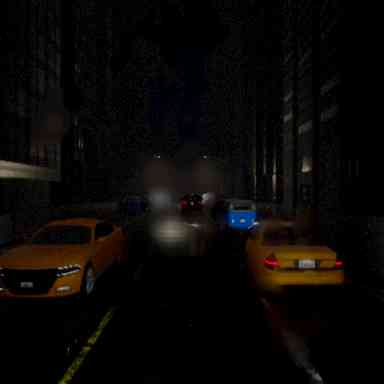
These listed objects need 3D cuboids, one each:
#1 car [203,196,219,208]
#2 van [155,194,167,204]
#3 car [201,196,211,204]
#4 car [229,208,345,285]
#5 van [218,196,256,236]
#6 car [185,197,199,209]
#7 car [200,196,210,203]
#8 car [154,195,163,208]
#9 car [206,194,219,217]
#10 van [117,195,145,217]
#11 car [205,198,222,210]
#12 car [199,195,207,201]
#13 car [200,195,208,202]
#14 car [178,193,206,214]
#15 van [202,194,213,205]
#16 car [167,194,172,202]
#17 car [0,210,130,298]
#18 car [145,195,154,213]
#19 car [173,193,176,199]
[{"bbox_3d":[2.710,1.385,47.852,1.967,1.590,4.097,0,0,0],"label":"car"},{"bbox_3d":[-5.827,1.275,59.053,1.690,1.788,3.998,0,0,0],"label":"van"},{"bbox_3d":[2.692,1.473,64.680,1.887,1.381,4.507,0,0,0],"label":"car"},{"bbox_3d":[2.339,1.444,9.340,1.801,1.575,5.366,0,0,0],"label":"car"},{"bbox_3d":[2.741,1.316,19.807,1.690,1.788,3.998,0,0,0],"label":"van"},{"bbox_3d":[-0.028,1.451,46.503,1.837,1.490,4.892,0,0,1],"label":"car"},{"bbox_3d":[2.686,1.489,70.289,1.947,1.339,4.313,0,0,0],"label":"car"},{"bbox_3d":[-5.815,1.496,47.834,2.008,1.369,4.403,0,0,0],"label":"car"},{"bbox_3d":[2.729,1.278,31.025,2.192,1.841,5.009,0,0,0],"label":"car"},{"bbox_3d":[-5.797,1.304,31.005,1.690,1.788,3.998,0,0,0],"label":"van"},{"bbox_3d":[2.716,1.495,42.243,1.887,1.381,4.507,0,0,0],"label":"car"},{"bbox_3d":[2.673,1.439,81.678,1.752,1.417,4.829,0,0,0],"label":"car"},{"bbox_3d":[2.680,1.443,76.068,1.752,1.417,4.829,0,0,0],"label":"car"},{"bbox_3d":[0.023,1.183,34.207,2.150,2.045,5.566,0,0,0],"label":"car"},{"bbox_3d":[2.698,1.275,59.070,1.690,1.788,3.998,0,0,0],"label":"van"},{"bbox_3d":[-5.839,1.363,70.272,1.967,1.590,4.097,0,0,0],"label":"car"},{"bbox_3d":[-3.111,1.466,8.746,1.882,1.535,5.008,0,0,0],"label":"car"},{"bbox_3d":[-5.803,1.272,36.615,2.192,1.841,5.009,0,0,0],"label":"car"},{"bbox_3d":[-5.858,1.437,86.930,1.752,1.417,4.829,0,0,0],"label":"car"}]
